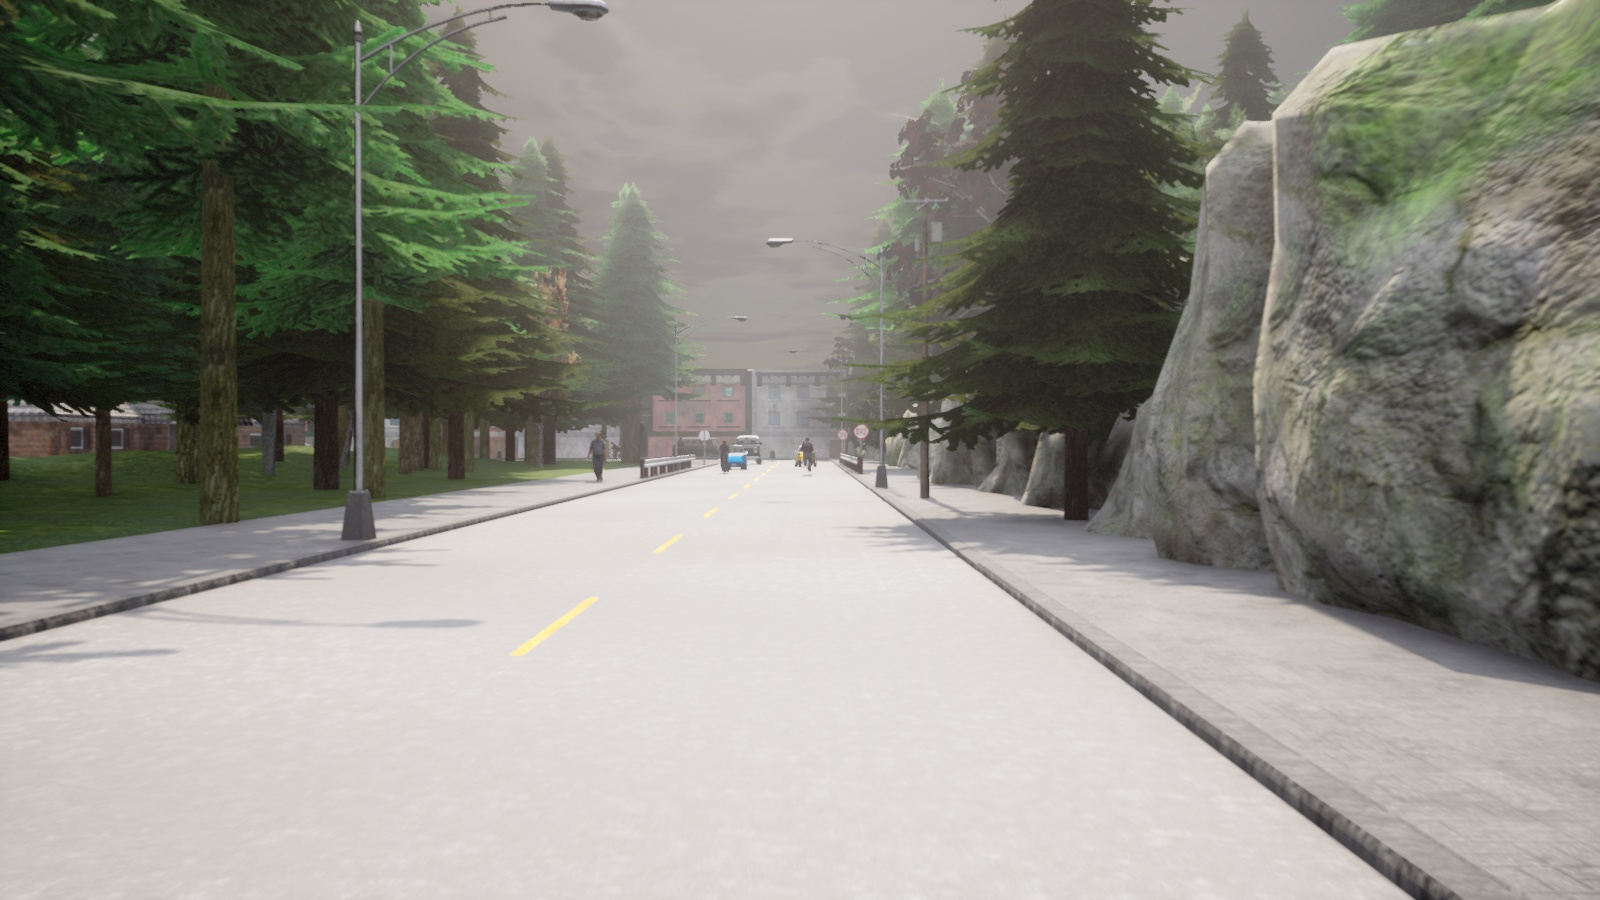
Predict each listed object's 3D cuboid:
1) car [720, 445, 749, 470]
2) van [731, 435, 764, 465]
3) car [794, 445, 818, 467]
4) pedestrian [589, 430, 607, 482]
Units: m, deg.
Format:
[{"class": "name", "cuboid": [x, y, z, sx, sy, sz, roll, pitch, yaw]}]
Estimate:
[{"class": "car", "cuboid": [-3.649, 0.403, 70.158, 1.481, 1.376, 2.207, 0, 0, 0]}, {"class": "van", "cuboid": [-3.623, -0.025, 87.370, 2.069, 2.038, 4.480, 0, 0, 0]}, {"class": "car", "cuboid": [0.364, 0.355, 79.162, 1.481, 1.376, 2.207, 0, 1, 0]}, {"class": "pedestrian", "cuboid": [-7.216, 0.198, 44.815, 0.540, 1.848, 0.694, 0, 0, -2]}]
